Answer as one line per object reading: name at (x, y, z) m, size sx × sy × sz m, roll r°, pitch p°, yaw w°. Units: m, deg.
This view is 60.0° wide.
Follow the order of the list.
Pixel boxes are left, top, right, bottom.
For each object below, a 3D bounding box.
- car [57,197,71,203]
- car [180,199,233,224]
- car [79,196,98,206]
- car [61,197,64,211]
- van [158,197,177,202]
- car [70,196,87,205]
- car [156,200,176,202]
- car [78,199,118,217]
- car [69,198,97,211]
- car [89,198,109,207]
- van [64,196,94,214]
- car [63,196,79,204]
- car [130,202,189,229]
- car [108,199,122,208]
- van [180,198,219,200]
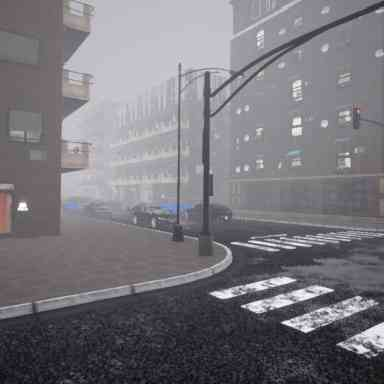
car at (-27.782, 1.728, 72.102) m, size 1.887 × 1.381 × 4.507 m, roll 1°, pitch -1°, yaw -35°
car at (1.109, 1.574, 25.705) m, size 1.837 × 1.490 × 4.892 m, roll 1°, pitch -1°, yaw -33°
car at (-18.227, 1.597, 58.305) m, size 1.967 × 1.590 × 4.097 m, roll 1°, pitch -1°, yaw -35°
car at (-15.153, 1.581, 40.020) m, size 2.008 × 1.369 × 4.403 m, roll 1°, pitch -1°, yaw -35°
van at (-2.303, 1.450, 35.309) m, size 1.690 × 1.788 × 3.998 m, roll 1°, pitch -1°, yaw -35°
car at (-21.412, 1.606, 62.904) m, size 1.967 × 1.590 × 4.097 m, roll 1°, pitch -1°, yaw -35°
car at (-3.506, 1.595, 27.532) m, size 1.994 × 1.385 × 4.181 m, roll 1°, pitch -1°, yaw -35°
car at (-8.784, 1.592, 30.821) m, size 1.802 × 1.307 × 4.206 m, roll 1°, pitch -1°, yaw -35°
car at (-14.023, 1.556, 42.767) m, size 2.128 × 1.511 × 4.902 m, roll 1°, pitch -1°, yaw -34°
car at (-15.044, 1.730, 53.704) m, size 1.802 × 1.307 × 4.206 m, roll 1°, pitch -1°, yaw -35°
van at (-11.966, 1.361, 35.422) m, size 1.690 × 1.788 × 3.998 m, roll 1°, pitch -1°, yaw -35°
car at (-24.596, 1.615, 67.504) m, size 1.967 × 1.590 × 4.097 m, roll 1°, pitch -1°, yaw -35°
car at (-2.414, 1.540, 21.623) m, size 2.008 × 1.369 × 4.403 m, roll 1°, pitch -1°, yaw -35°
car at (-11.859, 1.684, 49.105) m, size 1.887 × 1.381 × 4.507 m, roll 1°, pitch -1°, yaw -35°
van at (0.881, 1.440, 30.709) m, size 1.690 × 1.788 × 3.998 m, roll 1°, pitch -1°, yaw -35°
